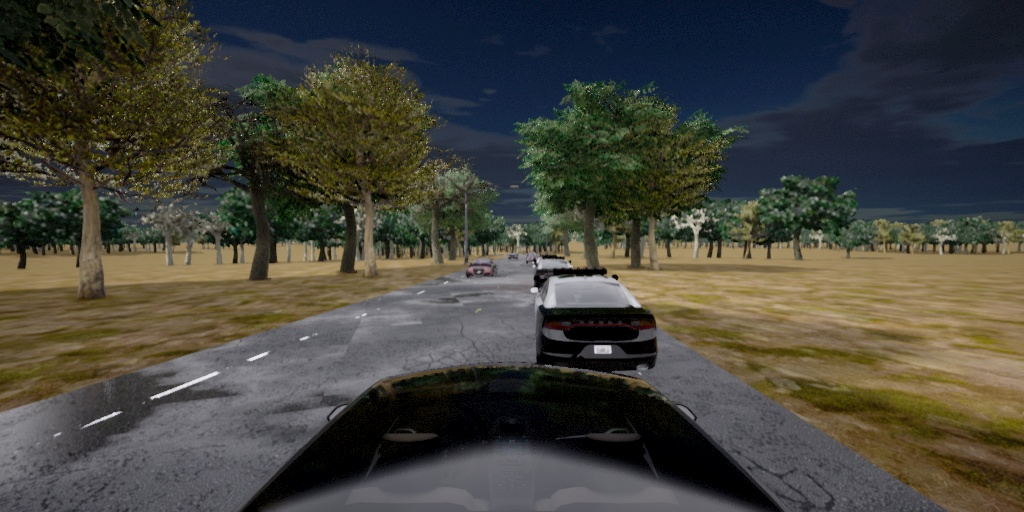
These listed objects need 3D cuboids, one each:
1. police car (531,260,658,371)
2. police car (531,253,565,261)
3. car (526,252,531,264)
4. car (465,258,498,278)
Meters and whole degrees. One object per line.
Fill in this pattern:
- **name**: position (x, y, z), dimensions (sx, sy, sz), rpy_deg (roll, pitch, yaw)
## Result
- **police car**: position (1.430, 1.060, 7.652), dimensions (1.930, 1.638, 5.238), rpy_deg (-1, 1, 3)
- **police car**: position (2.020, 0.826, 17.643), dimensions (1.930, 1.638, 5.238), rpy_deg (1, 1, 3)
- **car**: position (2.894, 0.356, 50.508), dimensions (2.033, 1.411, 5.357), rpy_deg (0, 1, 3)
- **car**: position (-2.149, 0.861, 26.376), dimensions (1.994, 1.385, 4.181), rpy_deg (0, 1, 3)
